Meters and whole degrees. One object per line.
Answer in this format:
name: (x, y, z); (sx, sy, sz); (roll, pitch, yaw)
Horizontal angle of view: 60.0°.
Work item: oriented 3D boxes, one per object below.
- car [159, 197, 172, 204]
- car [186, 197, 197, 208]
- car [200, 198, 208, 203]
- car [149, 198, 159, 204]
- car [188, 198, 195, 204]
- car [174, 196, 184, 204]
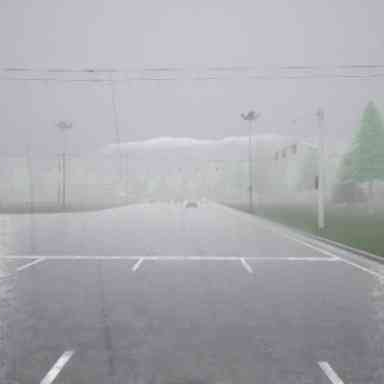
car: (-7.059, 2.202, 90.295); (2.097, 1.767, 4.553); (0, -1, 0)
car: (-0.039, 2.090, 60.123); (1.812, 1.442, 4.674); (0, -1, 0)
car: (3.441, 2.369, 90.093); (1.812, 1.442, 4.674); (0, -1, 0)
car: (-10.559, 2.441, 90.174); (1.895, 1.301, 4.718); (0, -1, 0)
car: (-0.059, 2.345, 90.081); (1.837, 1.490, 4.892); (0, -1, 0)
car: (-3.558, 2.068, 89.888); (2.150, 2.045, 5.566); (0, -1, 0)
